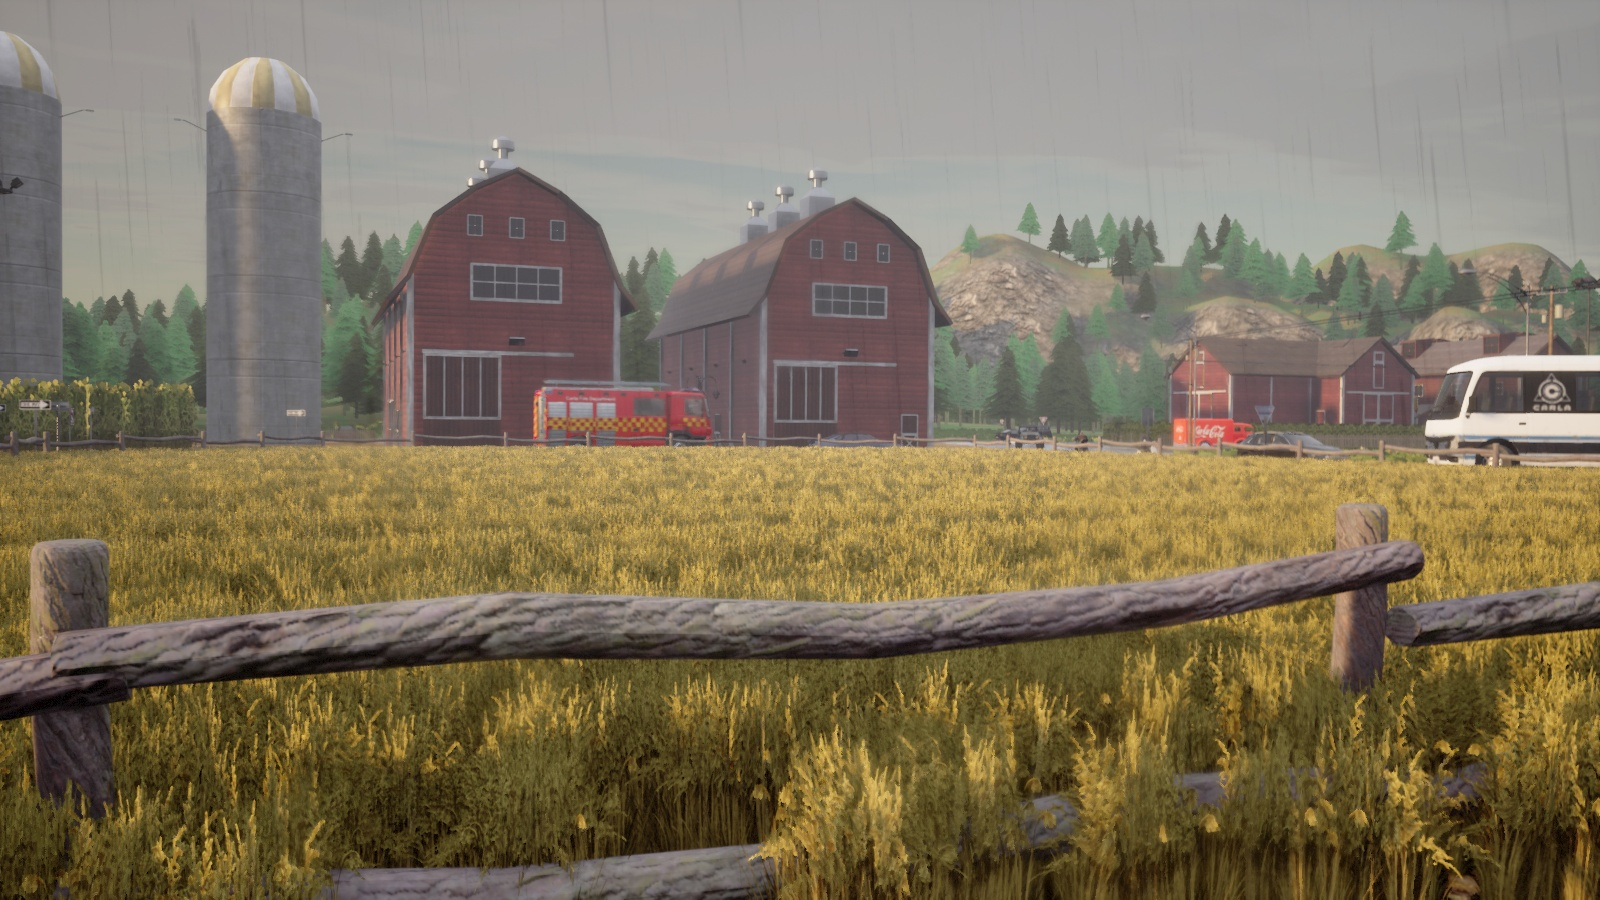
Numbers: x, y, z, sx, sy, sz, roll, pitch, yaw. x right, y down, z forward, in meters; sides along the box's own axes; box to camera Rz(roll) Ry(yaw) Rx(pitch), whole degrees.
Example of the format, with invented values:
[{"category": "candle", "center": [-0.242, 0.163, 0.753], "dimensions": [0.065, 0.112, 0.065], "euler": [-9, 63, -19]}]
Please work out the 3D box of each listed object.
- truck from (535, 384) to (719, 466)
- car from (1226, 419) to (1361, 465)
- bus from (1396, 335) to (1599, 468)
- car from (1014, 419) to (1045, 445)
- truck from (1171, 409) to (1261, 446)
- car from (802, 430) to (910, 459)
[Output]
[{"category": "truck", "center": [-8.478, -1.262, 61.869], "dimensions": [8.468, 3.827, 2.891], "euler": [-1, 1, -24]}, {"category": "car", "center": [18.758, -0.314, 47.993], "dimensions": [2.033, 1.649, 4.856], "euler": [-1, 1, -21]}, {"category": "bus", "center": [26.226, -1.630, 42.423], "dimensions": [10.273, 4.253, 3.944], "euler": [-1, 1, 10]}, {"category": "car", "center": [17.118, -1.339, 93.749], "dimensions": [1.905, 1.878, 3.866], "euler": [-1, 1, 5]}, {"category": "truck", "center": [28.541, -1.549, 86.255], "dimensions": [5.204, 2.467, 2.627], "euler": [-1, 1, -4]}, {"category": "car", "center": [2.972, -0.298, 66.656], "dimensions": [5.357, 1.411, 2.033], "euler": [-1, 1, -17]}]
